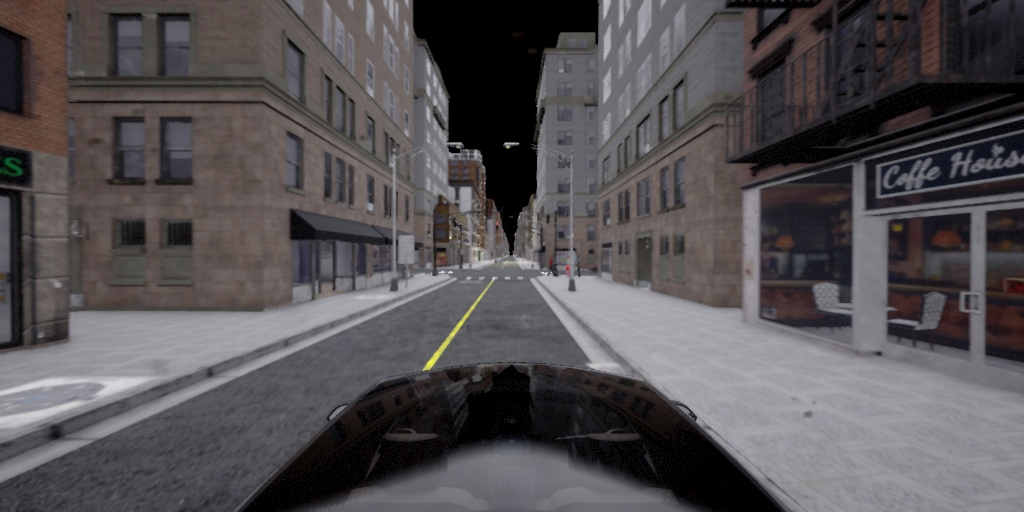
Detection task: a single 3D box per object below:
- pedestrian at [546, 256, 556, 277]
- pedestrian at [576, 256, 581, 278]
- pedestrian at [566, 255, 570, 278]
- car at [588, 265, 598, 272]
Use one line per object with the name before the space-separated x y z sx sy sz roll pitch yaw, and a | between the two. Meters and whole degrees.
pedestrian | 3.365 0.847 30.861 0.375 1.860 0.375 0 0 0
pedestrian | 5.608 0.880 30.264 0.375 1.860 0.375 0 0 0
pedestrian | 4.608 0.858 29.662 0.375 1.860 0.375 0 0 0
car | 11.612 1.364 44.466 4.207 1.307 1.802 0 0 0
